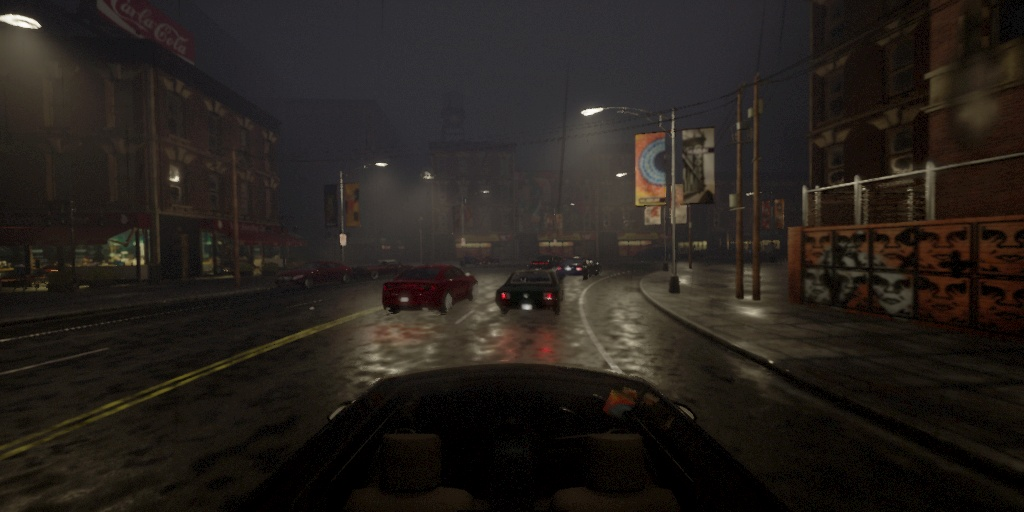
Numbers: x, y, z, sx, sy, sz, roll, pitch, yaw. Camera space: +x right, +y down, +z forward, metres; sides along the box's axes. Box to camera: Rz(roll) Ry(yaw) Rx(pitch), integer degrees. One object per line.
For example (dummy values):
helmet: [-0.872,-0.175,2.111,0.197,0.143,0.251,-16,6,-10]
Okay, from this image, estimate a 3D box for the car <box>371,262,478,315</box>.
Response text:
car: [-2.661,1.031,12.752,1.882,1.535,5.008,-1,1,10]

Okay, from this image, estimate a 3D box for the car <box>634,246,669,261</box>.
car: [20.297,-0.359,51.377,5.566,2.045,2.150,-1,1,-18]

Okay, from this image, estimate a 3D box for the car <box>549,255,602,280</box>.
car: [4.572,0.761,24.087,2.033,1.411,5.357,0,1,26]

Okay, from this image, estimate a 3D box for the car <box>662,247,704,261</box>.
car: [23.472,-0.074,48.623,4.902,1.511,2.128,-1,1,-14]

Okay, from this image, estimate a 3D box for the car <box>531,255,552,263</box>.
car: [3.128,0.645,28.601,1.837,1.490,4.892,-1,2,30]

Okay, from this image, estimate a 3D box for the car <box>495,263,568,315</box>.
car: [0.815,1.114,12.362,1.895,1.301,4.718,-1,1,10]
